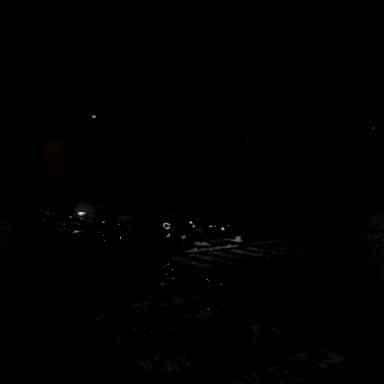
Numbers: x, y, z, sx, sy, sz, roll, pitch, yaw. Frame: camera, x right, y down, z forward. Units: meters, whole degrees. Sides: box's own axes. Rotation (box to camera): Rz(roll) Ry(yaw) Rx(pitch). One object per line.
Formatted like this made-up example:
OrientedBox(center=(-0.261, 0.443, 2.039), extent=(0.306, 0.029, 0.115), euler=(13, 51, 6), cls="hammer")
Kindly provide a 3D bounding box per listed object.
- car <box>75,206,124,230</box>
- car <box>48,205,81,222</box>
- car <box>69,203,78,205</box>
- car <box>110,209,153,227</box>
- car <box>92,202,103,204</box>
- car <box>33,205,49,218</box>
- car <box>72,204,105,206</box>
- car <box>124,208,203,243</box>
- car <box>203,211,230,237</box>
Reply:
OrientedBox(center=(-7.291, 2.121, 26.375), extent=(2.033, 1.411, 5.357), euler=(1, -1, -35), cls="car")
OrientedBox(center=(-13.108, 2.325, 34.401), extent=(1.994, 1.385, 4.181), euler=(1, -2, -35), cls="car")
OrientedBox(center=(-23.343, 2.932, 65.420), extent=(1.882, 1.535, 5.008), euler=(1, -1, -36), cls="car")
OrientedBox(center=(-5.434, 2.232, 29.341), extent=(1.895, 1.301, 4.718), euler=(1, -2, -36), cls="car")
OrientedBox(center=(-15.854, 2.566, 55.120), extent=(2.097, 1.767, 4.553), euler=(1, -2, -36), cls="car")
OrientedBox(center=(-18.916, 2.443, 42.455), extent=(2.128, 1.511, 4.902), euler=(1, -2, -36), cls="car")
OrientedBox(center=(-11.633, 2.380, 37.896), extent=(2.033, 1.411, 5.357), euler=(1, -2, -36), cls="car")
OrientedBox(center=(-1.730, 1.748, 18.708), extent=(2.097, 1.767, 4.553), euler=(1, -1, -36), cls="car")
OrientedBox(center=(0.377, 1.951, 21.337), extent=(1.837, 1.490, 4.892), euler=(1, -2, -36), cls="car")
